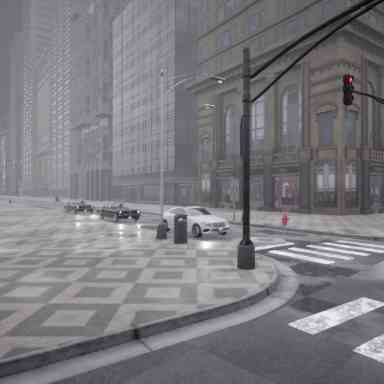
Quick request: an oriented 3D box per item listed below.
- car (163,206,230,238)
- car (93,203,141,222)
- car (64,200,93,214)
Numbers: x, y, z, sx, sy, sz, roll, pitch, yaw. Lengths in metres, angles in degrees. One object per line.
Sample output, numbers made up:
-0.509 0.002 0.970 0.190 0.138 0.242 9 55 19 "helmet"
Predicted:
-0.013 1.475 17.770 1.812 1.442 4.674 0 0 -37 "car"
-5.766 1.522 25.891 1.895 1.301 4.718 0 0 -35 "car"
-11.646 1.497 34.182 1.895 1.301 4.718 0 0 -35 "car"
